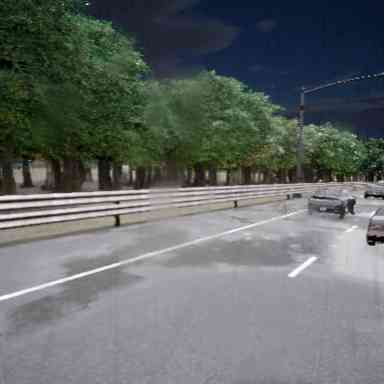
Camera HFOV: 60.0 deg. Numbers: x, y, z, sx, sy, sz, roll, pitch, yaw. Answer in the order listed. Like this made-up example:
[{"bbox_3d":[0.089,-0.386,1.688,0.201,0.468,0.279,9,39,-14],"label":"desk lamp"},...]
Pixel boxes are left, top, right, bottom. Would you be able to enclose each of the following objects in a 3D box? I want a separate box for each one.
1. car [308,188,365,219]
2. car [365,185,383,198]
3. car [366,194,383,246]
[{"bbox_3d":[7.918,0.553,18.576,2.128,1.511,4.902,4,4,34],"label":"car"},{"bbox_3d":[19.614,-0.011,35.221,1.994,1.385,4.181,4,4,36],"label":"car"},{"bbox_3d":[7.227,1.031,11.400,2.033,1.411,5.357,4,4,34],"label":"car"}]
